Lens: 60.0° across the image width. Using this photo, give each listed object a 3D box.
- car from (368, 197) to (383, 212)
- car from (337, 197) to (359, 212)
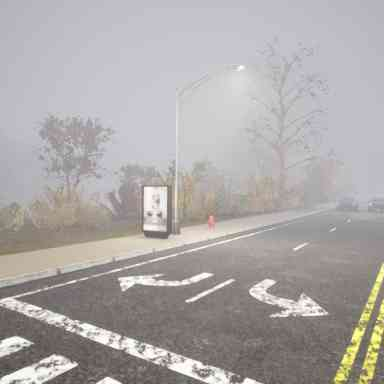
[{"bbox_3d":[21.473,1.393,38.124,2.097,1.767,4.553,0,0,30],"label":"car"},{"bbox_3d":[18.670,1.390,39.767,2.097,1.767,4.553,0,0,30],"label":"car"}]
